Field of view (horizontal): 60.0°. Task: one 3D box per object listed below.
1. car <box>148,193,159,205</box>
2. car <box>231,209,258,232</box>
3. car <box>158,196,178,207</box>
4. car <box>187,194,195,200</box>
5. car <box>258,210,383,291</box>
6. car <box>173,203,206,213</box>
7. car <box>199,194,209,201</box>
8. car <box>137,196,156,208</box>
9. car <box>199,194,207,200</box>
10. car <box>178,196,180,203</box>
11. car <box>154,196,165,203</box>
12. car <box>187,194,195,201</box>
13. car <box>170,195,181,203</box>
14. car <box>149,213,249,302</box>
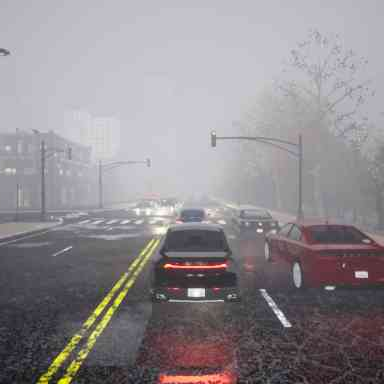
[{"bbox_3d":[-6.775,1.202,58.209,2.150,2.045,5.566,0,0,0],"label":"car"},{"bbox_3d":[3.290,1.597,18.383,1.895,1.301,4.718,0,0,0],"label":"car"},{"bbox_3d":[-3.509,1.550,50.044,1.994,1.385,4.181,0,0,0],"label":"car"},{"bbox_3d":[-0.304,1.352,89.931,1.994,1.385,4.181,0,0,0],"label":"car"},{"bbox_3d":[3.320,1.476,9.017,1.882,1.535,5.008,0,0,0],"label":"car"},{"bbox_3d":[0.019,1.522,17.293,1.812,1.442,4.674,0,0,0],"label":"car"},{"bbox_3d":[2.980,1.320,79.909,2.097,1.767,4.553,0,0,0],"label":"car"},{"bbox_3d":[-6.768,1.588,48.389,1.895,1.301,4.718,0,0,0],"label":"car"},{"bbox_3d":[2.946,1.325,89.942,2.128,1.511,4.902,0,0,0],"label":"car"},{"bbox_3d":[-3.525,1.546,59.562,1.994,1.385,4.181,0,0,0],"label":"car"},{"bbox_3d":[-6.737,1.573,70.166,1.895,1.301,4.718,0,0,0],"label":"car"},{"bbox_3d":[-0.270,1.489,79.928,1.812,1.442,4.674,0,0,0],"label":"car"},{"bbox_3d":[-3.485,1.503,69.813,2.128,1.511,4.902,0,0,0],"label":"car"},{"bbox_3d":[0.074,1.503,8.210,1.837,1.490,4.892,0,0,0],"label":"car"}]
